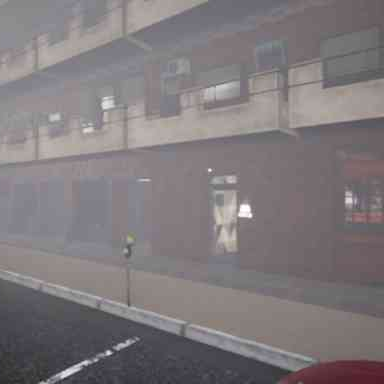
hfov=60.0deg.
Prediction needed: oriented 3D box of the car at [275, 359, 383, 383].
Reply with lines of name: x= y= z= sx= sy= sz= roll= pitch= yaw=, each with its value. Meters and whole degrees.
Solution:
car: x=2.360 y=1.550 z=1.205 sx=4.507 sy=1.381 sz=1.887 roll=0 pitch=-1 yaw=36
